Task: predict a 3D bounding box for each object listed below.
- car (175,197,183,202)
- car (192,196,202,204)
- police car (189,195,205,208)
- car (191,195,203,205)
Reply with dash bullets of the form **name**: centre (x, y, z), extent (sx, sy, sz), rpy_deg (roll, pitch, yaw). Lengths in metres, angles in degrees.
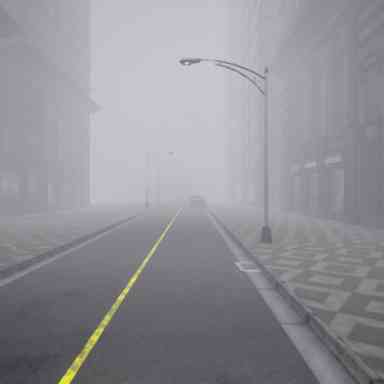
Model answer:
- **car**: centre (-3.000, 1.689, 76.711), extent (1.895, 1.301, 4.718), rpy_deg (0, 0, 0)
- **car**: centre (0.900, 1.547, 65.603), extent (1.882, 1.535, 5.008), rpy_deg (0, 0, 0)
- **police car**: centre (0.900, 1.459, 49.713), extent (1.930, 1.638, 5.238), rpy_deg (0, 0, 0)
- **car**: centre (0.899, 1.404, 59.574), extent (2.097, 1.767, 4.553), rpy_deg (0, 0, 0)
